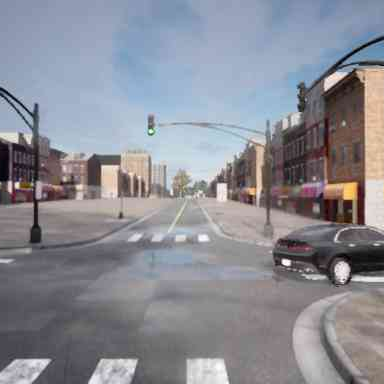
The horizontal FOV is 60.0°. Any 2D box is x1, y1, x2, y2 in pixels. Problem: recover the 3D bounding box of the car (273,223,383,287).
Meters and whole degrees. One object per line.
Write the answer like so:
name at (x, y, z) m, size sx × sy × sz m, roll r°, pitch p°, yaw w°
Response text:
car at (4.718, 1.724, 9.971) m, size 4.892 × 1.490 × 1.837 m, roll 2°, pitch -5°, yaw -26°
